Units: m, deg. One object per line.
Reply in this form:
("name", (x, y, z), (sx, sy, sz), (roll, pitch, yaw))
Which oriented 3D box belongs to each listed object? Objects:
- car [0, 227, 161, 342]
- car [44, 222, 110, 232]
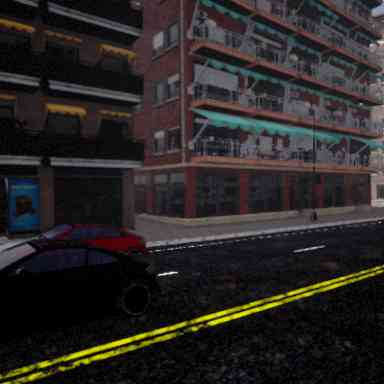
("car", (-2.655, 1.563, 5.814), (4.181, 1.385, 1.994), (0, 0, -36))
("car", (-3.324, 1.560, 9.335), (4.181, 1.385, 1.994), (0, 0, -36))
